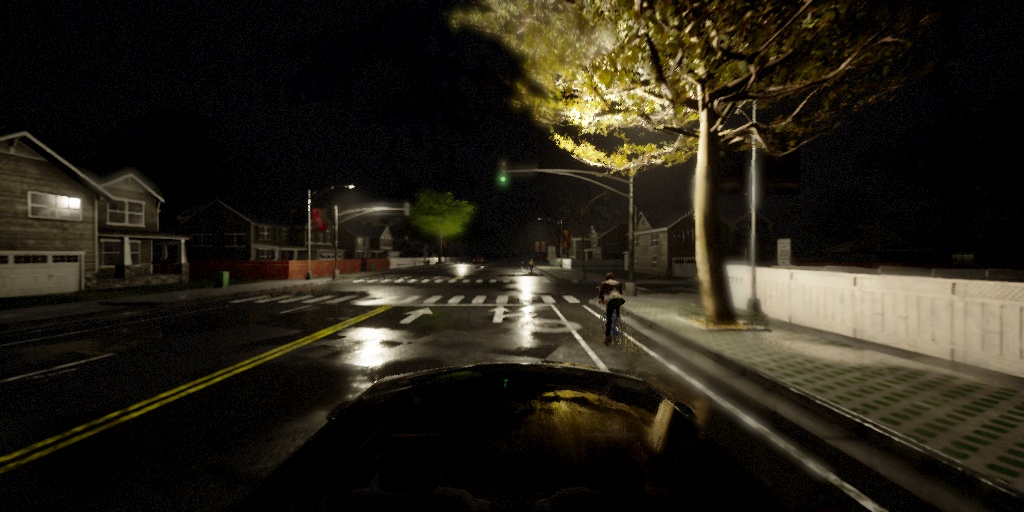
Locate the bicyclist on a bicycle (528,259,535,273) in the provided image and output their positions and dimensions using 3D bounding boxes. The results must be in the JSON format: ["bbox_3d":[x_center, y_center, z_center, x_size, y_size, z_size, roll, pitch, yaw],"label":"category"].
[{"bbox_3d":[2.277,1.159,41.968,0.866,1.612,1.509,0,0,0],"label":"bicyclist on a bicycle"}]

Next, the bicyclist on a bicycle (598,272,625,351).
[{"bbox_3d":[2.251,1.202,8.099,0.582,1.620,1.656,0,0,0],"label":"bicyclist on a bicycle"}]
